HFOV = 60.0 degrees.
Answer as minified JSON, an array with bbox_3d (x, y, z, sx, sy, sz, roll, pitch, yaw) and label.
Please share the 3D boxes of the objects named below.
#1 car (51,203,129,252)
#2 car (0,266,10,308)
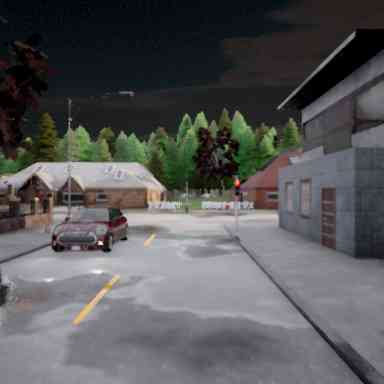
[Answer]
[{"bbox_3d":[-4.051,1.382,13.924,2.097,1.767,4.553,0,0,1],"label":"car"},{"bbox_3d":[-4.075,1.555,3.417,2.033,1.411,5.357,0,0,0],"label":"car"}]
